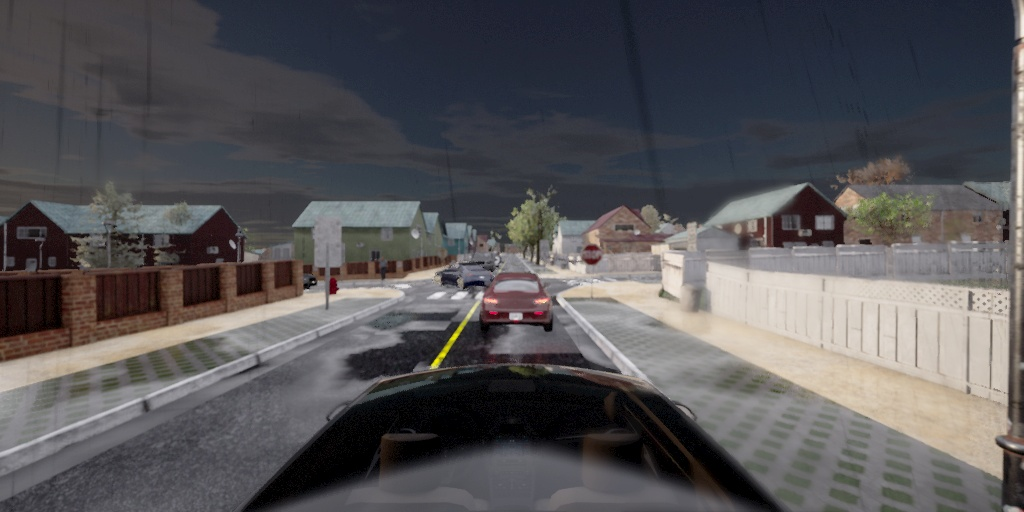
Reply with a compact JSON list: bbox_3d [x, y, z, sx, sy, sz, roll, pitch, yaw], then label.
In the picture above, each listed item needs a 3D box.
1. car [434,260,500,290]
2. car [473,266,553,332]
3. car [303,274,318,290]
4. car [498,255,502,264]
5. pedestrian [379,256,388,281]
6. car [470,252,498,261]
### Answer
[{"bbox_3d":[-2.860,1.101,20.854,1.994,1.385,4.181,0,0,-38],"label":"car"},{"bbox_3d":[0.152,1.176,10.391,1.812,1.442,4.674,0,0,2],"label":"car"},{"bbox_3d":[-14.046,1.348,20.972,4.892,1.490,1.837,-2,-1,-1],"label":"car"},{"bbox_3d":[-2.738,0.442,46.397,2.150,2.045,5.566,0,1,0],"label":"car"},{"bbox_3d":[-9.637,0.915,26.830,0.375,1.860,0.375,0,1,0],"label":"pedestrian"},{"bbox_3d":[-2.774,0.584,34.719,2.150,2.045,5.566,0,1,0],"label":"car"}]
